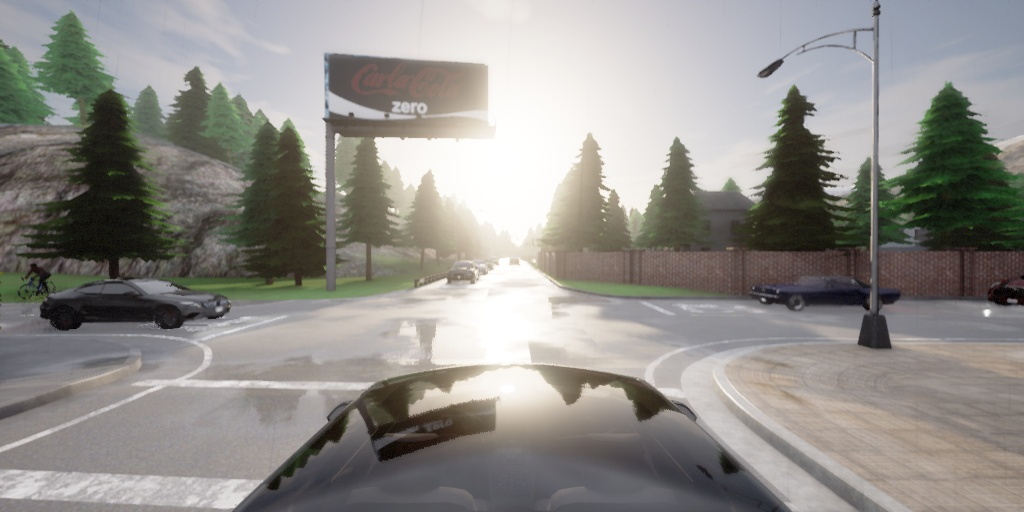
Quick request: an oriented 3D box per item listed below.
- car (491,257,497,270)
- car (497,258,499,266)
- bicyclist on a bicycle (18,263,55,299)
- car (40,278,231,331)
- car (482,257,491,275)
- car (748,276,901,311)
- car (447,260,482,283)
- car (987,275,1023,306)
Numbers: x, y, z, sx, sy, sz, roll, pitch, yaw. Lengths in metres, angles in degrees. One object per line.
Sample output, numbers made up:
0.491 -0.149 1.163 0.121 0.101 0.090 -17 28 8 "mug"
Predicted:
-3.361 1.123 45.842 1.895 1.301 4.718 0 0 0 "car"
-3.208 0.951 61.679 1.837 1.490 4.892 0 0 0 "car"
-22.754 1.167 17.186 0.582 1.620 1.656 2 3 -12 "bicyclist on a bicycle"
-11.485 1.403 11.107 4.674 1.442 1.812 0 0 -3 "car"
-3.414 1.100 35.755 1.812 1.442 4.674 0 0 0 "car"
12.404 1.462 14.505 4.718 1.301 1.895 0 0 1 "car"
-3.470 1.130 25.961 1.837 1.490 4.892 0 0 0 "car"
22.252 1.215 14.284 4.553 1.767 2.097 0 0 1 "car"
